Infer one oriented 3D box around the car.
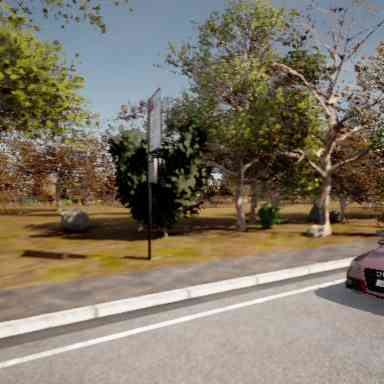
[{"bbox_3d":[5.338,1.581,7.430,4.181,1.385,1.994,0,0,-33],"label":"car"}]
